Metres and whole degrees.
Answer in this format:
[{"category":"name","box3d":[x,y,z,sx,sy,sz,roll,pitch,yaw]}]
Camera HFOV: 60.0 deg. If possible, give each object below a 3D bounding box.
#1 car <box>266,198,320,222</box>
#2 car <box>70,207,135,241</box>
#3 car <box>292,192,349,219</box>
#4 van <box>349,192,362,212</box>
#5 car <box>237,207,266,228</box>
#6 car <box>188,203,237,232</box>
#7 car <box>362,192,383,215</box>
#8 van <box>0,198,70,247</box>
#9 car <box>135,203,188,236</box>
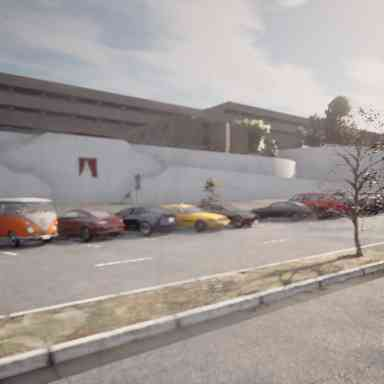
[{"category":"car","box3d":[6.789,1.398,25.129,4.674,1.452,2.002,-1,0,35]},{"category":"car","box3d":[-5.365,1.517,16.465,4.674,1.452,2.002,-1,0,35]},{"category":"car","box3d":[9.186,1.073,26.878,5.566,2.045,2.435,-1,0,35]},{"category":"van","box3d":[11.742,1.055,28.535,4.442,1.987,1.878,-1,0,35]},{"category":"car","box3d":[1.952,1.450,21.652,4.792,1.488,2.163,-1,-1,35]},{"category":"car","box3d":[-0.349,1.438,19.835,5.366,1.575,1.946,-1,-1,34]},{"category":"car","box3d":[14.098,0.990,30.316,5.566,2.045,2.435,-1,0,35]},{"category":"van","box3d":[-7.696,1.261,14.681,4.442,1.987,1.878,-1,-1,35]},{"category":"car","box3d":[-2.963,1.495,18.215,4.792,1.488,2.163,-1,0,35]}]
